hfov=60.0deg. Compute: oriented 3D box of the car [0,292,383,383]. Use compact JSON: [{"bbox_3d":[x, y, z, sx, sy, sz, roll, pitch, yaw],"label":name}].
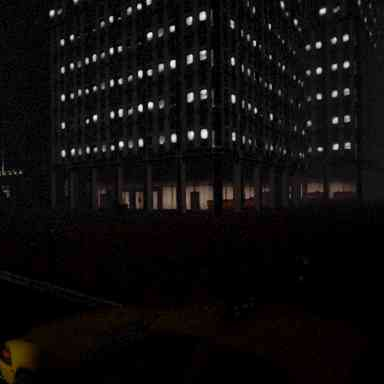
[{"bbox_3d":[0.163,1.525,2.773,4.829,1.417,1.752,0,-1,36],"label":"car"}]
